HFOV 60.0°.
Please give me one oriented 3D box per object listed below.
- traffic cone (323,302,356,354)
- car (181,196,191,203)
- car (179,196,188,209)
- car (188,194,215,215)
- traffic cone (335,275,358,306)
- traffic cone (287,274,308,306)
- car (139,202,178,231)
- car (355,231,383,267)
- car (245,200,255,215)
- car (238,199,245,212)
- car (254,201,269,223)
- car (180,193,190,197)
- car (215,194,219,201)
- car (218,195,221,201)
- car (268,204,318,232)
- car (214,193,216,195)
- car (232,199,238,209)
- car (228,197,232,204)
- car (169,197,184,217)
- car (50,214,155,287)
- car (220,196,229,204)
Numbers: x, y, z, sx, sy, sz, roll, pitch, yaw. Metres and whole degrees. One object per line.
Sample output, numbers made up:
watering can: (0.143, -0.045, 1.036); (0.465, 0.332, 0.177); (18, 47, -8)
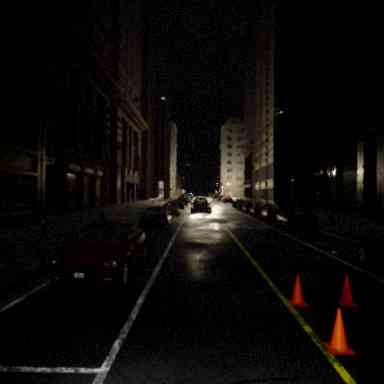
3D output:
traffic cone: (2.137, 1.983, 4.834); (0.340, 0.580, 0.340); (1, 0, 1)
car: (-1.325, 1.574, 71.181); (1.947, 1.339, 4.313); (1, 0, 1)
car: (-1.796, 1.592, 43.063); (1.802, 1.307, 4.206); (1, 0, 1)
car: (0.907, 1.388, 34.135); (2.097, 1.767, 4.553); (1, 0, 1)
traffic cone: (3.170, 1.996, 6.817); (0.340, 0.580, 0.340); (1, 0, 1)
traffic cone: (2.170, 1.985, 6.834); (0.340, 0.580, 0.340); (1, 0, 1)
car: (-2.171, 1.548, 20.567); (2.008, 1.369, 4.403); (1, 0, 1)
car: (6.164, 1.624, 9.182); (2.008, 1.369, 4.403); (1, 0, 1)
car: (6.541, 1.638, 31.677); (1.887, 1.381, 4.507); (1, 0, 1)
car: (6.635, 1.641, 37.302); (1.887, 1.381, 4.507); (1, 0, 1)
car: (6.447, 1.634, 26.054); (1.887, 1.381, 4.507); (1, 0, 1)
car: (-1.604, 1.451, 54.310); (1.967, 1.590, 4.097); (1, 0, 1)
car: (7.388, 1.639, 82.293); (1.887, 1.381, 4.507); (1, 0, 1)
car: (7.202, 1.537, 71.046); (1.967, 1.590, 4.097); (1, 0, 1)
car: (6.353, 1.636, 20.430); (2.008, 1.369, 4.403); (1, 0, 1)
car: (7.482, 1.643, 87.917); (2.008, 1.369, 4.403); (1, 0, 1)
car: (6.729, 1.642, 42.926); (1.887, 1.381, 4.507); (1, 0, 1)
car: (6.823, 1.664, 48.551); (1.947, 1.339, 4.313); (1, 0, 1)
car: (-1.986, 1.530, 31.645); (1.752, 1.417, 4.829); (1, 0, 1)
car: (-2.359, 1.530, 9.321); (1.887, 1.381, 4.507); (1, 0, 1)
car: (7.106, 1.642, 65.422); (1.887, 1.381, 4.507); (1, 0, 1)
